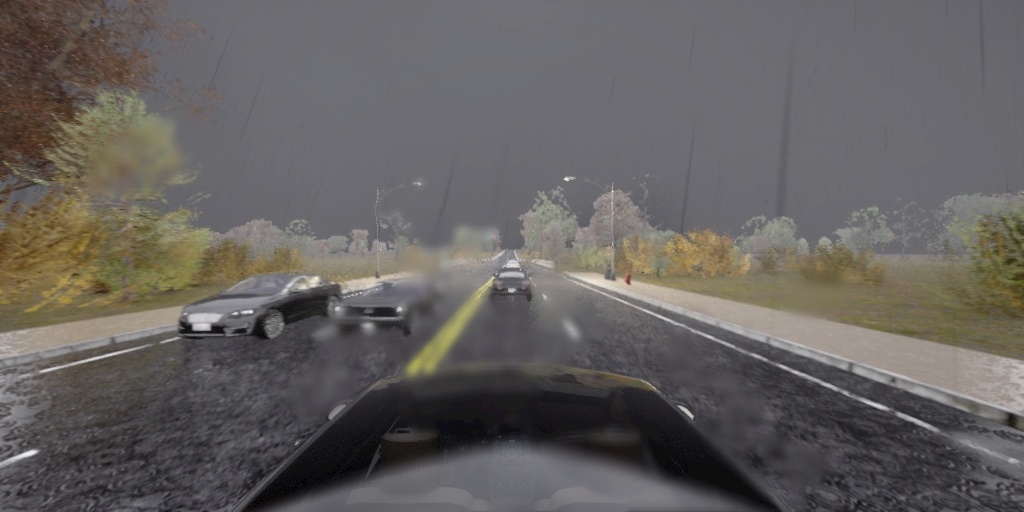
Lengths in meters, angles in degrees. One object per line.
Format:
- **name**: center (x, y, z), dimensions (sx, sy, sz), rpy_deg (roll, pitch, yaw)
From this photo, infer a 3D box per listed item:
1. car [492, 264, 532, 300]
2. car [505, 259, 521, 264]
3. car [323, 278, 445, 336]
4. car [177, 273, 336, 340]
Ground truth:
- **car**: center (-0.003, 1.280, 17.477), dimensions (1.812, 1.442, 4.674), rpy_deg (0, 0, 0)
- **car**: center (0.095, 1.284, 43.232), dimensions (1.812, 1.442, 4.674), rpy_deg (0, 0, 0)
- **car**: center (-3.329, 1.354, 10.586), dimensions (1.895, 1.301, 4.718), rpy_deg (0, 0, 0)
- **car**: center (-6.581, 1.245, 10.068), dimensions (2.128, 1.511, 4.902), rpy_deg (0, 0, 0)
